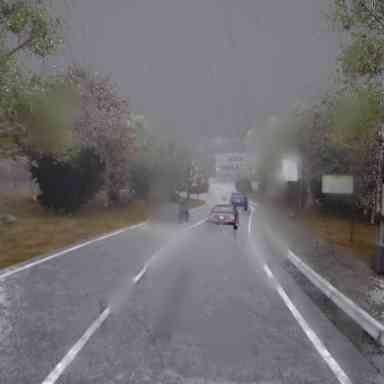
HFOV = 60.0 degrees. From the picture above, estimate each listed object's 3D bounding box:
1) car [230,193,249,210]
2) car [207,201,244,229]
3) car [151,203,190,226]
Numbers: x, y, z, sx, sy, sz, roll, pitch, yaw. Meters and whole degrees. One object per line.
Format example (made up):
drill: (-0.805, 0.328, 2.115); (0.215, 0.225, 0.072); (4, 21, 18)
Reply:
car: (6.005, 1.190, 42.533); (2.150, 2.045, 5.566); (1, 0, 10)
car: (2.134, 1.529, 21.739); (2.033, 1.411, 5.357); (1, 0, 10)
car: (-1.386, 1.484, 22.862); (1.994, 1.385, 4.181); (1, 0, 10)
